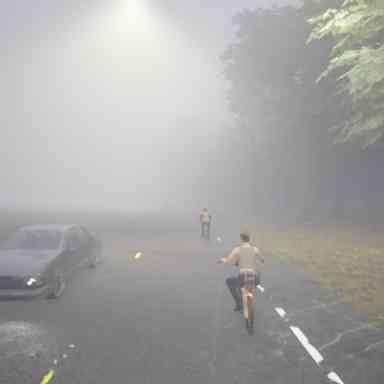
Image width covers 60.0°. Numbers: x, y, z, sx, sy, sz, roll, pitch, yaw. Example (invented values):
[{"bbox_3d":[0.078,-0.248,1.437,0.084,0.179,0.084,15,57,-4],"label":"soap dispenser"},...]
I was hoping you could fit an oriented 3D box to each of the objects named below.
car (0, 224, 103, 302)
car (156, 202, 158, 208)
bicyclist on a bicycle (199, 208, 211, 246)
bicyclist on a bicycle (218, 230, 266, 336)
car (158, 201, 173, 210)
[{"bbox_3d":[-3.743,1.582,8.693,2.033,1.411,5.357,0,0,-1],"label":"car"},{"bbox_3d":[-6.915,2.791,73.637,2.033,1.411,5.357,0,-1,-11],"label":"car"},{"bbox_3d":[0.614,1.549,14.929,0.582,1.620,1.656,0,-1,-2],"label":"bicyclist on a bicycle"},{"bbox_3d":[0.896,1.452,5.729,0.866,1.612,1.509,0,0,-1],"label":"bicyclist on a bicycle"},{"bbox_3d":[-4.574,2.496,60.116,1.837,1.490,4.892,0,-1,-9],"label":"car"}]
